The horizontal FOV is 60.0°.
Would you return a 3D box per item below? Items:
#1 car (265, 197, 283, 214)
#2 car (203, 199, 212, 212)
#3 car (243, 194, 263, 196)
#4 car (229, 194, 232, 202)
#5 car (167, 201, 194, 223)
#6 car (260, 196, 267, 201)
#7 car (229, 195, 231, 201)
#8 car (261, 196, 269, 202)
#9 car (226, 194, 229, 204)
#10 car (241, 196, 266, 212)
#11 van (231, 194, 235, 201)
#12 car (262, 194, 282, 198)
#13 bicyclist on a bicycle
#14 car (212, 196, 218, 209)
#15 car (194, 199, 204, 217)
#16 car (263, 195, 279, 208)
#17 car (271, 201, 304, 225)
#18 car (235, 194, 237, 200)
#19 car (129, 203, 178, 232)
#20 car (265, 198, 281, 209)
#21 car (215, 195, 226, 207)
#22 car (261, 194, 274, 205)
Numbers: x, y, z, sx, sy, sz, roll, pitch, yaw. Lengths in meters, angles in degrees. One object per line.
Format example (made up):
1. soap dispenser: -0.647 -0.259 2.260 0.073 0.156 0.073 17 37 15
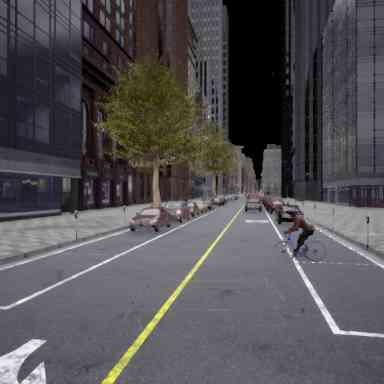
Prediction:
1. car: 9.100 1.573 35.217 1.887 1.381 4.507 0 0 11
2. car: 0.691 1.552 36.622 1.752 1.417 4.829 0 0 11
3. car: 8.967 1.274 48.476 2.150 2.045 5.566 0 0 11
4. car: 6.940 1.680 70.050 1.802 1.307 4.206 0 0 11
5. car: -1.351 1.451 25.703 1.967 1.590 4.097 0 0 11
6. car: 19.463 1.731 90.645 1.887 1.381 4.507 0 0 11
7. car: 5.904 1.650 64.508 1.947 1.339 4.313 0 0 11
8. car: 17.390 1.722 79.558 1.802 1.307 4.206 0 0 11
9. car: 4.868 1.387 58.964 2.192 1.841 5.009 0 0 11
10. car: 7.076 1.524 38.373 2.128 1.511 4.902 0 0 11
11. van: 9.012 1.480 81.138 1.690 1.788 3.998 0 0 11
12. car: 10.137 1.353 40.761 2.192 1.841 5.009 0 0 11
13. bicyclist on a bicycle: 3.430 1.449 10.680 1.656 1.620 0.582 -2 0 11
14. car: 1.758 1.603 42.334 1.947 1.339 4.313 0 0 11
15. car: -0.315 1.600 31.247 1.802 1.307 4.206 0 0 11
16. car: 12.210 1.376 51.846 2.192 1.841 5.009 0 0 11
17. car: 7.028 1.578 24.131 1.947 1.339 4.313 0 0 11
18. car: 10.049 1.603 86.681 1.967 1.590 4.097 0 0 11
19. car: -2.387 1.588 20.160 1.802 1.307 4.206 0 0 11
20. car: 11.173 1.615 46.302 1.947 1.339 4.313 0 0 11
21. car: 3.831 1.605 53.420 1.887 1.381 4.507 0 0 11
22. car: 14.283 1.400 62.932 2.192 1.841 5.009 0 0 11
